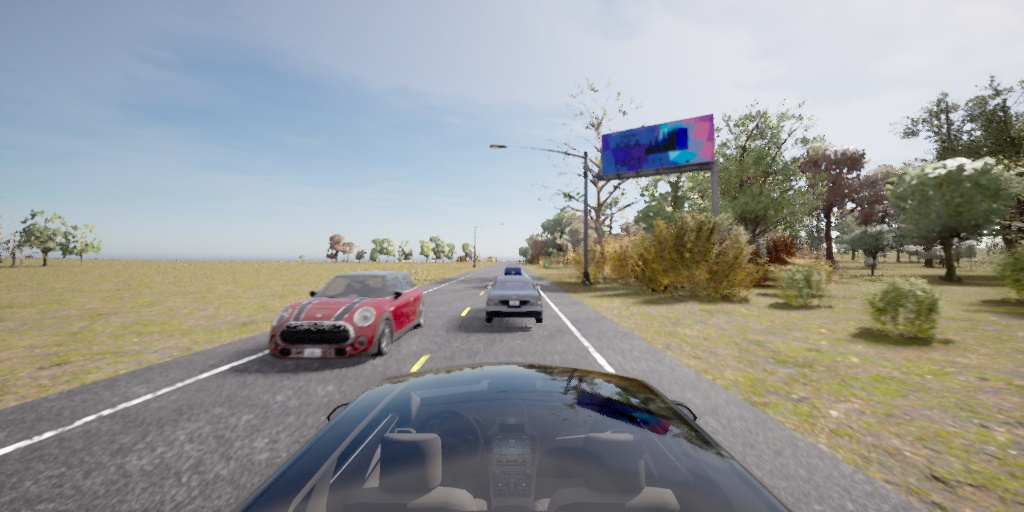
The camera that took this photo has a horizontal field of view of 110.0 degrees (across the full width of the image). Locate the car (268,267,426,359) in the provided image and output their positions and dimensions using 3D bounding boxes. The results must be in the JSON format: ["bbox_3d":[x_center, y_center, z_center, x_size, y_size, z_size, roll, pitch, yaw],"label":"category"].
[{"bbox_3d":[-3.585,1.171,8.709,2.097,1.767,4.553,0,-1,0],"label":"car"}]

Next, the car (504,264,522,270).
[{"bbox_3d":[0.096,1.611,40.610,1.882,1.535,5.008,0,-1,0],"label":"car"}]

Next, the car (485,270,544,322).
[{"bbox_3d":[0.077,1.407,12.739,2.033,1.411,5.357,0,-1,0],"label":"car"}]
